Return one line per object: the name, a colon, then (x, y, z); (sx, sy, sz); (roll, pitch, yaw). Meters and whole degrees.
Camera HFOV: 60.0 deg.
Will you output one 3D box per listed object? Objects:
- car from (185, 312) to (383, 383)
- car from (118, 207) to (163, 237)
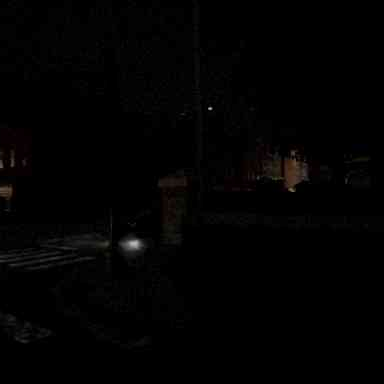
car: (2.162, 1.301, 1.281); (5.009, 1.841, 2.192); (-1, -1, 36)
car: (-2.519, 1.698, 19.877); (1.882, 1.535, 5.008); (-2, -1, 35)
